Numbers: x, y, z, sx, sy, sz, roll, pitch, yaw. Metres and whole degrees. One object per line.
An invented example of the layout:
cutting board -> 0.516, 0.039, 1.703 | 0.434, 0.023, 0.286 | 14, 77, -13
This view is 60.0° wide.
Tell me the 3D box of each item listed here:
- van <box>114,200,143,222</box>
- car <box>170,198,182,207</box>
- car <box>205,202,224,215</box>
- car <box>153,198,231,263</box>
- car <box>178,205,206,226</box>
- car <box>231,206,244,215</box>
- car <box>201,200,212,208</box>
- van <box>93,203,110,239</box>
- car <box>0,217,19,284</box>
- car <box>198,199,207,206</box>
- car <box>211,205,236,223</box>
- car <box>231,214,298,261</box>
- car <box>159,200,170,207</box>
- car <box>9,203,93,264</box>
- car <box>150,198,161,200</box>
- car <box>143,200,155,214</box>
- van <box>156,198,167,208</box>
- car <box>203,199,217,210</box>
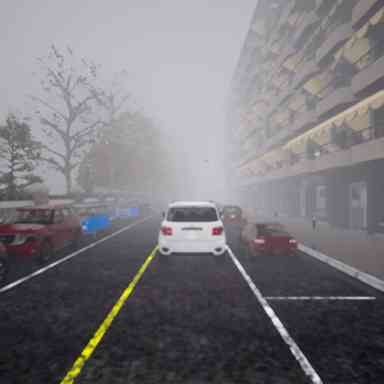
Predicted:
van -> -5.688, 1.636, 29.370 | 1.690, 1.788, 3.998 | 0, -1, 0
car -> -3.024, 2.020, 64.718 | 2.097, 1.767, 4.553 | 0, -1, 1
car -> 2.692, 1.976, 40.628 | 1.947, 1.339, 4.313 | 0, -1, 0
car -> 0.009, 1.351, 12.609 | 2.150, 2.045, 5.566 | 0, 0, 0
car -> 0.010, 1.824, 27.538 | 2.033, 1.411, 5.357 | 0, -1, 0
car -> 2.692, 1.678, 23.738 | 1.967, 1.590, 4.097 | 0, -1, 0
car -> 2.694, 2.178, 63.317 | 1.752, 1.417, 4.829 | 0, -1, 0
van -> -5.688, 1.523, 18.109 | 1.690, 1.788, 3.998 | 0, -1, 0
car -> -5.688, 1.508, 6.847 | 1.967, 1.590, 4.097 | 0, -1, 0
car -> 2.356, 2.329, 76.799 | 1.812, 1.442, 4.674 | 0, -1, 0
car -> 2.692, 1.877, 29.367 | 1.802, 1.307, 4.206 | 0, -1, 0
car -> 2.692, 1.707, 12.476 | 1.802, 1.307, 4.206 | 0, -1, 0
car -> -5.687, 2.295, 68.776 | 1.802, 1.307, 4.206 | 0, -1, 0
car -> -5.689, 1.440, 12.479 | 2.192, 1.841, 5.009 | 0, -1, 0
car -> -5.687, 1.843, 51.890 | 2.192, 1.841, 5.009 | 0, -1, 0
car -> -5.688, 1.975, 40.628 | 1.947, 1.339, 4.313 | 0, -1, 0
van -> -5.687, 1.991, 63.149 | 1.690, 1.788, 3.998 | 0, -1, 0
car -> 2.693, 1.968, 51.888 | 1.967, 1.590, 4.097 | 0, -1, 0
